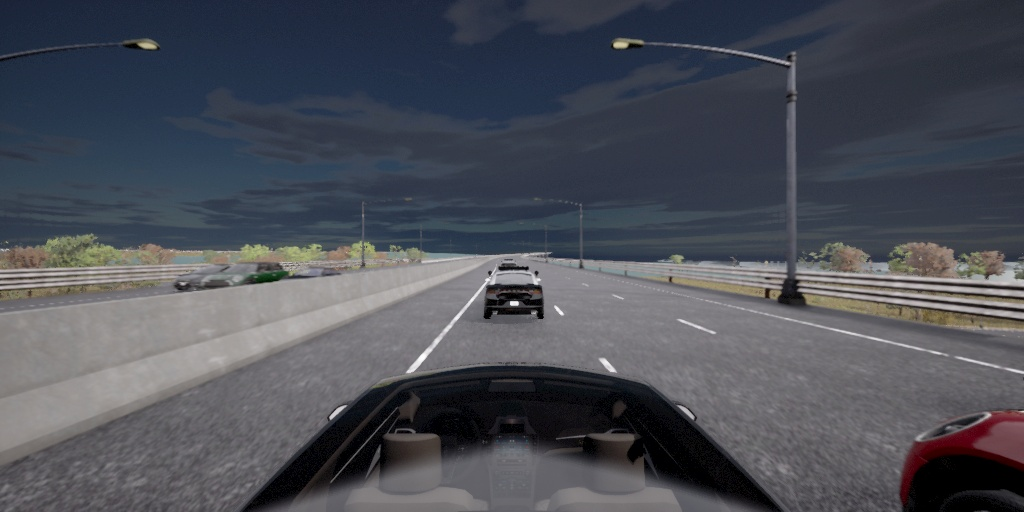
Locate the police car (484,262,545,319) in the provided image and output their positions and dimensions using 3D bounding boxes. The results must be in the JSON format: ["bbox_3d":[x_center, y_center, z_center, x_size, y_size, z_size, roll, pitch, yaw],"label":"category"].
[{"bbox_3d":[0.056,1.175,13.013,1.930,1.638,5.238,0,0,0],"label":"police car"}]

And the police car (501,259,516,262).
[{"bbox_3d":[-0.410,1.163,43.946,1.930,1.638,5.238,0,0,-1],"label":"police car"}]

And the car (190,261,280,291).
[{"bbox_3d":[-14.193,1.106,19.390,2.097,1.767,4.553,0,0,-1],"label":"car"}]

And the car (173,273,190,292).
[{"bbox_3d":[-17.715,1.260,21.703,1.837,1.490,4.892,0,0,-1],"label":"car"}]

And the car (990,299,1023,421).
[{"bbox_3d":[7.093,1.274,2.299,1.812,1.442,4.674,0,0,0],"label":"car"}]

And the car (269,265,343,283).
[{"bbox_3d":[-10.694,1.317,19.509,1.994,1.385,4.181,0,0,-1],"label":"car"}]

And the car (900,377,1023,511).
[{"bbox_3d":[3.592,1.100,0.417,2.097,1.767,4.553,0,0,0],"label":"car"}]
